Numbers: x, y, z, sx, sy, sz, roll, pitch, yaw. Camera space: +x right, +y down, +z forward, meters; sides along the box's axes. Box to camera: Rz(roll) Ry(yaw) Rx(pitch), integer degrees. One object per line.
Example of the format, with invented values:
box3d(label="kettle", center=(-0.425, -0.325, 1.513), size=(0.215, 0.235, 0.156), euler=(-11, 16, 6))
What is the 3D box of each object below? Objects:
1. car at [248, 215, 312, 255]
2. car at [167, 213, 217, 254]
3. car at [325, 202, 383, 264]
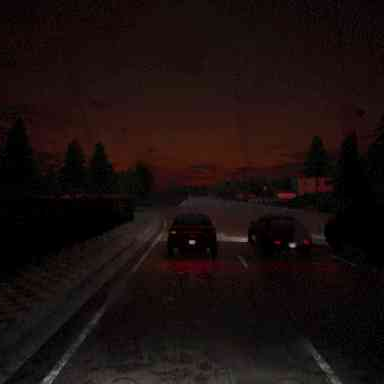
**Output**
box3d(label="car", center=(3.520, 1.681, 13.876), size=(1.812, 1.442, 4.674), euler=(0, 0, 1))
box3d(label="car", center=(0.024, 1.637, 14.228), size=(1.882, 1.535, 5.008), euler=(0, 0, 1))
box3d(label="car", center=(7.006, 1.366, 12.558), size=(2.150, 2.045, 5.566), euler=(0, 0, 0))
